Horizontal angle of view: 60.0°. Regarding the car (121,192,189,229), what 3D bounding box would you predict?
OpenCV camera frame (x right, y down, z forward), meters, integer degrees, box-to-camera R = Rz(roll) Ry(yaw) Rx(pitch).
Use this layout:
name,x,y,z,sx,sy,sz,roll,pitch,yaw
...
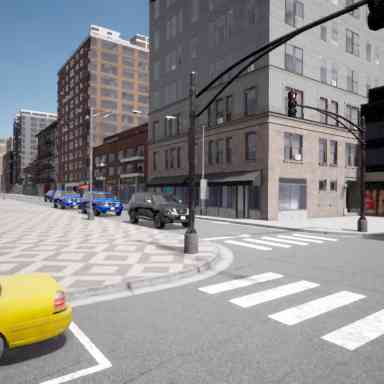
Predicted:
name,x,y,z,sx,sy,sz,roll,pitch,yaw
car,-2.087,1.053,20.759,2.150,2.045,5.566,1,0,-35

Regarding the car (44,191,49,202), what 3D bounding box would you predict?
name,x,y,z,sx,sy,sz,roll,pitch,yaw
car,-23.441,0.708,56.576,2.150,2.045,5.566,1,0,-37

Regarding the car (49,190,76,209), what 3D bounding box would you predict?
name,x,y,z,sx,sy,sz,roll,pitch,yaw
car,-14.216,0.862,37.961,2.150,2.045,5.566,1,0,-35

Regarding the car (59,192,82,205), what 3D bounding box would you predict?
name,x,y,z,sx,sy,sz,roll,pitch,yaw
car,-17.813,0.926,48.563,2.097,1.767,4.553,1,0,-35

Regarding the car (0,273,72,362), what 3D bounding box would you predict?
name,x,y,z,sx,sy,sz,roll,pitch,yaw
car,-4.006,1.525,3.895,4.829,1.417,1.752,0,1,-36

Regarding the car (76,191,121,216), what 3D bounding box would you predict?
name,x,y,z,sx,sy,sz,roll,pitch,yaw
car,-8.025,0.960,29.172,2.150,2.045,5.566,1,0,-35
